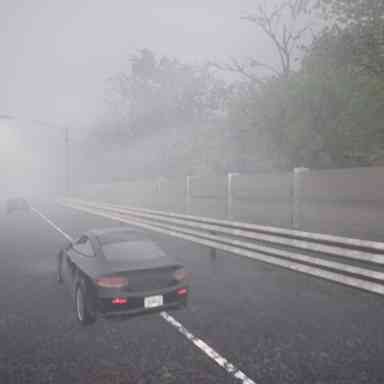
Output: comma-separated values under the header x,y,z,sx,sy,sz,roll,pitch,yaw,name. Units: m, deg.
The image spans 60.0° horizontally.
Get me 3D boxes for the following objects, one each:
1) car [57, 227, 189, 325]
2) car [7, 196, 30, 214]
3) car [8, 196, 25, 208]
x,y,z,sx,sy,sz,roll,pitch,yaw,name
-1.689,1.486,7.087,1.812,1.442,4.674,0,0,-29,car
-16.969,1.310,32.574,2.033,1.411,5.357,0,0,-29,car
-22.371,1.220,42.285,1.812,1.442,4.674,0,0,-28,car
